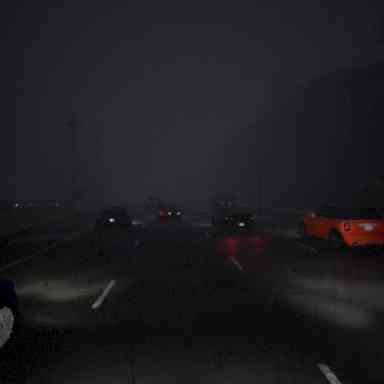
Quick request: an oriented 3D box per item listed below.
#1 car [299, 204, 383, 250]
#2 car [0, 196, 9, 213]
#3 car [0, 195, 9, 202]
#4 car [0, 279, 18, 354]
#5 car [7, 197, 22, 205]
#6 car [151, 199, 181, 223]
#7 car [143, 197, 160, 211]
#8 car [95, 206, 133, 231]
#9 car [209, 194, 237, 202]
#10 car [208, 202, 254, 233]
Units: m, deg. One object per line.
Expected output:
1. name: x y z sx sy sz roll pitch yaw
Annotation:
1. car: 6.366 1.352 14.423 2.097 1.767 4.553 0 0 -4
2. car: -16.588 1.394 27.620 2.097 1.767 4.553 0 0 -10
3. car: -40.361 1.413 70.672 2.033 1.411 5.357 0 0 -21
4. car: -3.529 1.485 3.035 1.882 1.535 5.008 0 0 -1
5. car: -34.194 1.641 64.284 1.994 1.385 4.181 0 0 -21
6. car: -1.953 1.567 26.102 2.033 1.411 5.357 0 0 -8
7. car: -4.827 1.385 41.115 2.097 1.767 4.553 0 0 -13
8. car: -4.842 1.585 21.068 1.994 1.385 4.181 0 0 -7
9. car: 3.325 1.240 36.638 2.150 2.045 5.566 0 0 -11
10. car: 2.362 1.535 19.786 1.812 1.442 4.674 0 0 -6
